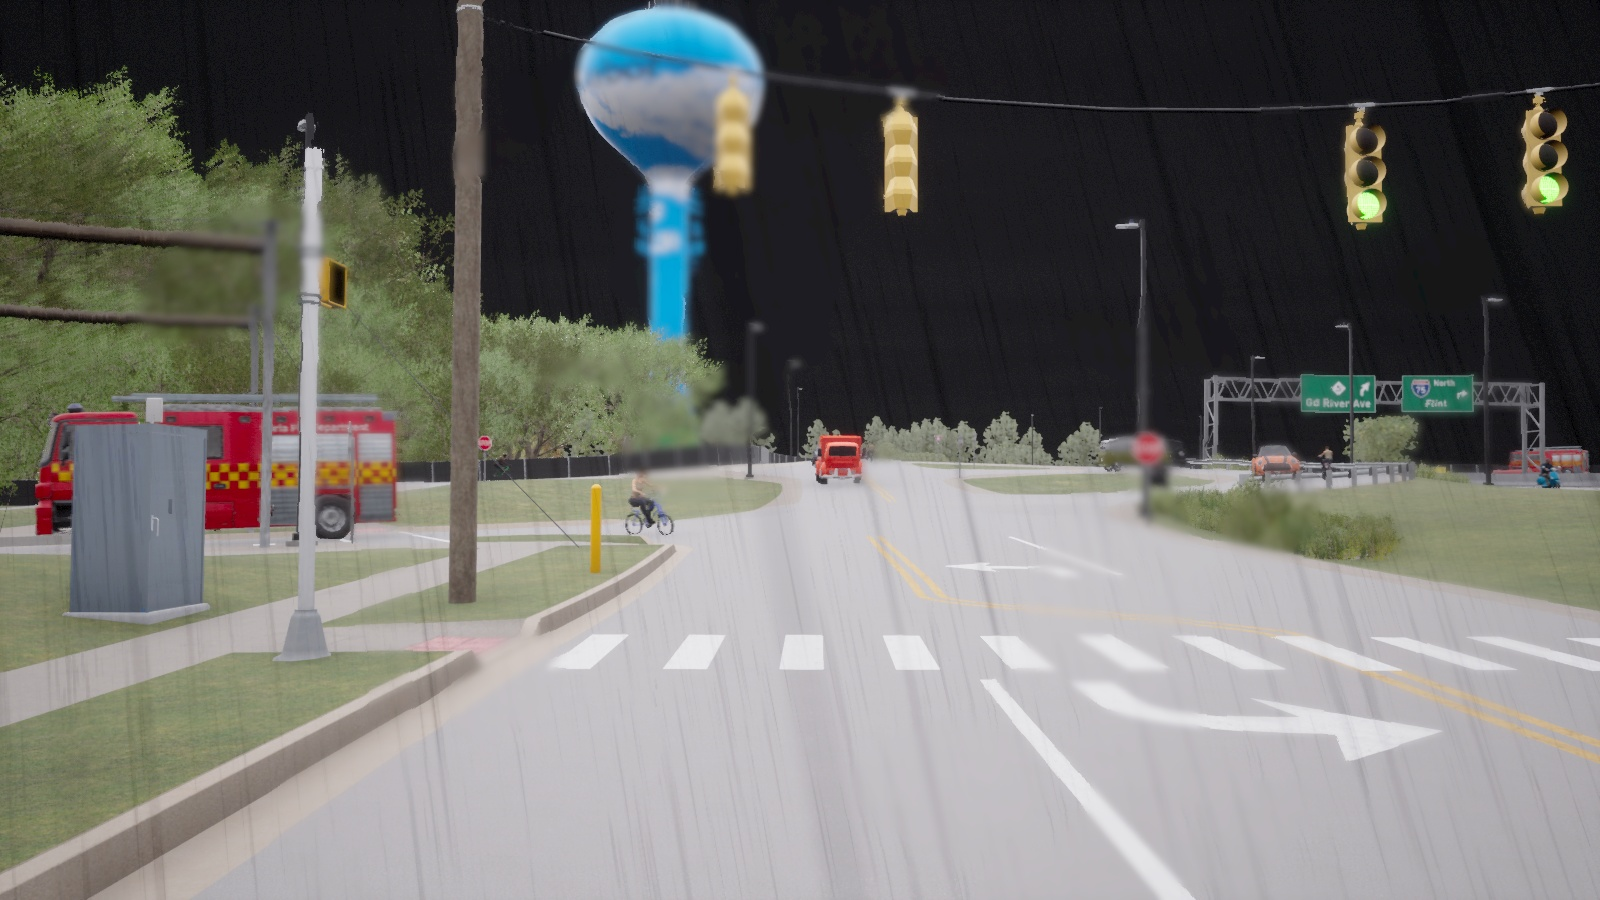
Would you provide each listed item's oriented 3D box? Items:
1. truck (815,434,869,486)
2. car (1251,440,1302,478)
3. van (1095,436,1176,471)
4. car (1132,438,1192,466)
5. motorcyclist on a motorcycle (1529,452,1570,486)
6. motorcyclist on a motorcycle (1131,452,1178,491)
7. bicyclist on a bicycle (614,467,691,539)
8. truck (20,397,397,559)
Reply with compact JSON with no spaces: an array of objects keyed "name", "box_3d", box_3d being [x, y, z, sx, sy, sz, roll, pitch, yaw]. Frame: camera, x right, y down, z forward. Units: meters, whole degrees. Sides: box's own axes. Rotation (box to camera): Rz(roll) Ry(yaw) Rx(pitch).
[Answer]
[{"name":"truck","box_3d":[2.122,0.484,65.193,2.627,2.467,5.204,0,2,0]},{"name":"car","box_3d":[23.773,0.408,62.787,2.097,1.767,4.553,-2,0,17]},{"name":"van","box_3d":[20.560,0.177,77.041,4.442,1.987,1.775,-1,1,-8]},{"name":"car","box_3d":[25.135,0.136,87.323,1.905,1.878,3.866,1,0,-27]},{"name":"motorcyclist on a motorcycle","box_3d":[35.284,0.904,59.153,0.866,1.590,1.817,0,-1,1]},{"name":"motorcyclist on a motorcycle","box_3d":[14.822,0.876,52.465,2.044,1.523,0.797,-2,-1,-39]},{"name":"bicyclist on a bicycle","box_3d":[-3.512,1.256,29.816,1.509,1.612,0.866,-2,2,33]},{"name":"truck","box_3d":[-15.200,0.638,32.757,8.468,3.827,2.891,-1,-2,-27]}]
